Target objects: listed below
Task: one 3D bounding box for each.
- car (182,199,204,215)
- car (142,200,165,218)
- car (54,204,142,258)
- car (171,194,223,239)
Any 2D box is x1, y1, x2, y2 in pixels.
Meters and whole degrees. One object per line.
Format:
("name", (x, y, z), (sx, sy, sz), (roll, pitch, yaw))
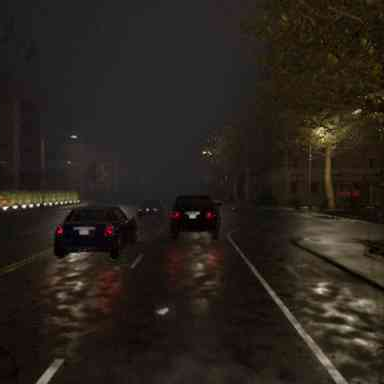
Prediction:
("car", (0.096, 1.406, 32.999), (1.994, 1.385, 4.181), (0, 0, 0))
("car", (-3.406, 1.413, 28.044), (2.033, 1.411, 5.357), (0, 0, 0))
("car", (-3.414, 1.290, 12.658), (2.097, 1.767, 4.553), (0, 0, 0))
("car", (0.331, 1.140, 16.978), (2.150, 2.045, 5.566), (-1, 0, 7))
